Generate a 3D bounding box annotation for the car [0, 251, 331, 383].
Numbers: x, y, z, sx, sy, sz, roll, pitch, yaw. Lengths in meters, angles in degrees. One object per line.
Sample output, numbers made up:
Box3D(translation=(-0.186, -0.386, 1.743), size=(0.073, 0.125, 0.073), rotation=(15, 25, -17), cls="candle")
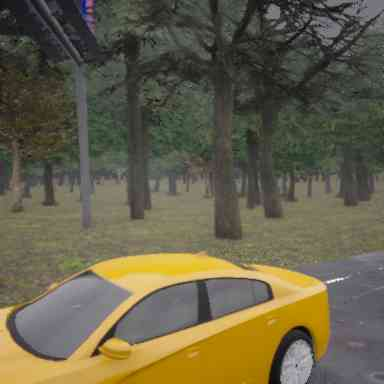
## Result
Box3D(translation=(-0.549, 1.489, 3.600), size=(5.008, 1.535, 1.882), rotation=(1, 0, -35), cls="car")
